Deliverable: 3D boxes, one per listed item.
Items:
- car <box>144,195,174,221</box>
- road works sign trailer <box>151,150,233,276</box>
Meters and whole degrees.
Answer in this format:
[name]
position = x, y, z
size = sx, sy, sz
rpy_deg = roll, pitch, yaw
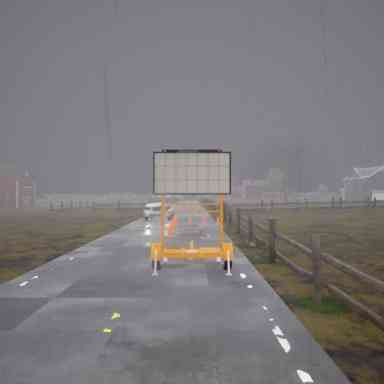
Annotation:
[car]
position = -2.742, 1.322, 28.600
size = 2.150, 2.045, 5.566
rpy_deg = 0, 0, 0
[road works sign trailer]
position = 0.003, 0.481, 10.425
size = 2.380, 3.560, 2.880
rpy_deg = 0, 0, 0
